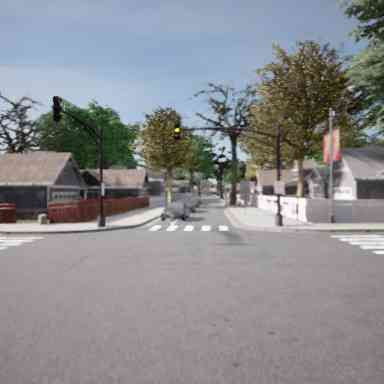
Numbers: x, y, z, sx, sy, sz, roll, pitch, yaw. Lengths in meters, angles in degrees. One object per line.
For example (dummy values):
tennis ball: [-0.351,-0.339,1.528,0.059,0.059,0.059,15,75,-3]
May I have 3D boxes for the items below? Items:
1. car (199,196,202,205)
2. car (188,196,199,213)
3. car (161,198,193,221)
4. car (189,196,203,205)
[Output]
car: [0.055,1.447,47.170,2.128,1.511,4.902,0,0,3]
car: [-0.558,1.471,37.028,1.837,1.490,4.892,0,0,3]
car: [-1.264,1.504,26.981,1.812,1.442,4.674,0,0,5]
car: [0.675,1.438,57.408,2.128,1.511,4.902,0,0,3]
